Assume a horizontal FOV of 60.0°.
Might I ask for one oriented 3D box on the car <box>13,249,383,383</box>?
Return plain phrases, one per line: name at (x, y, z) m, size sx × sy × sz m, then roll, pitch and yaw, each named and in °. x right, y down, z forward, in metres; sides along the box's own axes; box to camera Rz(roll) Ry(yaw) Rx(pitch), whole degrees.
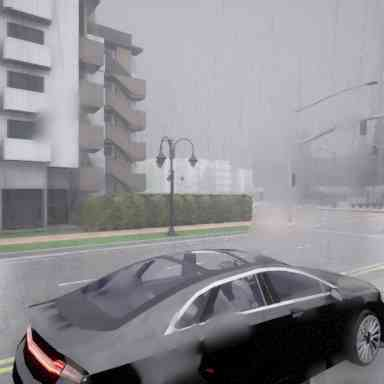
car at (0.551, 1.492, 4.150) m, size 4.902 × 1.511 × 2.128 m, roll 0°, pitch 0°, yaw -35°
